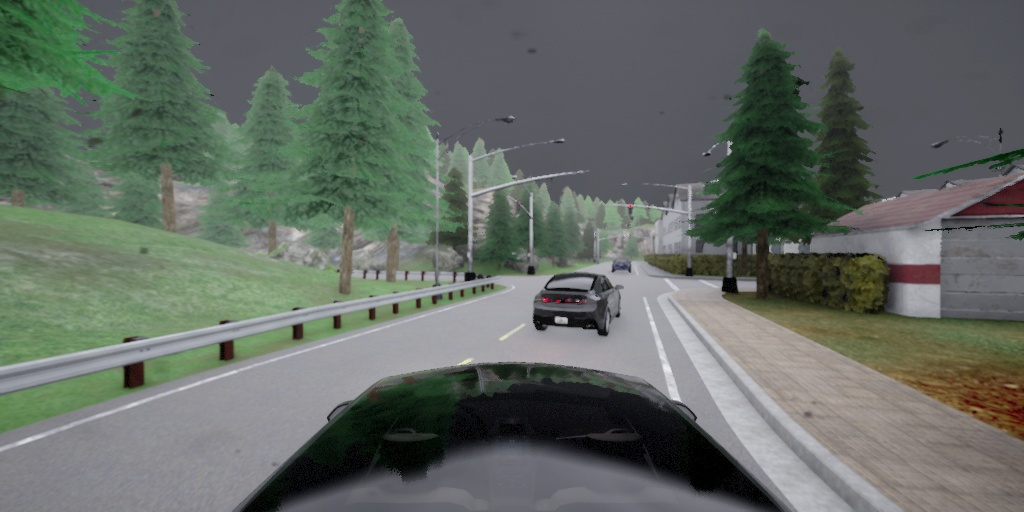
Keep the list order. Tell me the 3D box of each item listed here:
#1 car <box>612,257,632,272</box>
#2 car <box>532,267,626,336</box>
[{"bbox_3d":[13.007,0.981,42.456,2.097,1.767,4.553,0,0,18],"label":"car"},{"bbox_3d":[2.054,1.226,10.475,1.837,1.490,4.892,0,0,22],"label":"car"}]
